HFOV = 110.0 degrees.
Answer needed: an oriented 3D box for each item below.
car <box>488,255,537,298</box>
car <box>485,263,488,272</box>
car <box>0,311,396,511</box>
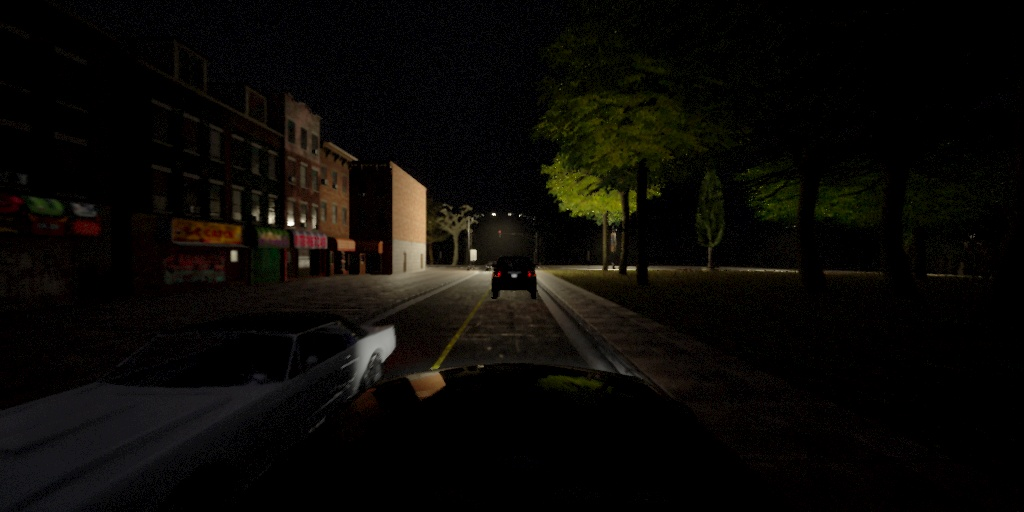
[{"bbox_3d":[0.104,0.992,18.807,2.150,2.045,5.566,0,0,0],"label":"car"},{"bbox_3d":[-2.741,1.481,51.235,1.837,1.490,4.892,0,-1,0],"label":"car"},{"bbox_3d":[-2.849,1.351,3.715,1.895,1.301,4.718,0,0,0],"label":"car"}]
